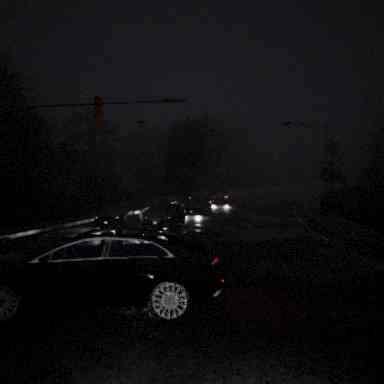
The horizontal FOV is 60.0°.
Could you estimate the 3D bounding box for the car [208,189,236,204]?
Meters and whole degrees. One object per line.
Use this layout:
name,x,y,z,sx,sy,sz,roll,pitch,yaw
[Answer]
car,4.056,0.494,41.952,2.097,1.767,4.553,0,3,21

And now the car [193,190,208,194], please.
car,1.119,0.586,44.094,1.837,1.490,4.892,0,3,21

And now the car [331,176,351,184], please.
car,38.338,-3.102,86.703,5.566,2.045,2.150,-5,3,-41

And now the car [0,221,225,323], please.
car,-1.811,1.487,6.578,4.902,1.511,2.128,0,0,-2

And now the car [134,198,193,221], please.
car,-1.627,1.426,20.958,2.128,1.511,4.902,0,1,10

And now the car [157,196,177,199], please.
car,-2.571,1.145,32.755,1.837,1.490,4.892,0,2,16

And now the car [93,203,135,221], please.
car,-4.826,1.451,23.102,2.033,1.411,5.357,0,1,11

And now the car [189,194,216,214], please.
car,0.570,1.218,31.207,2.033,1.411,5.357,0,2,14
